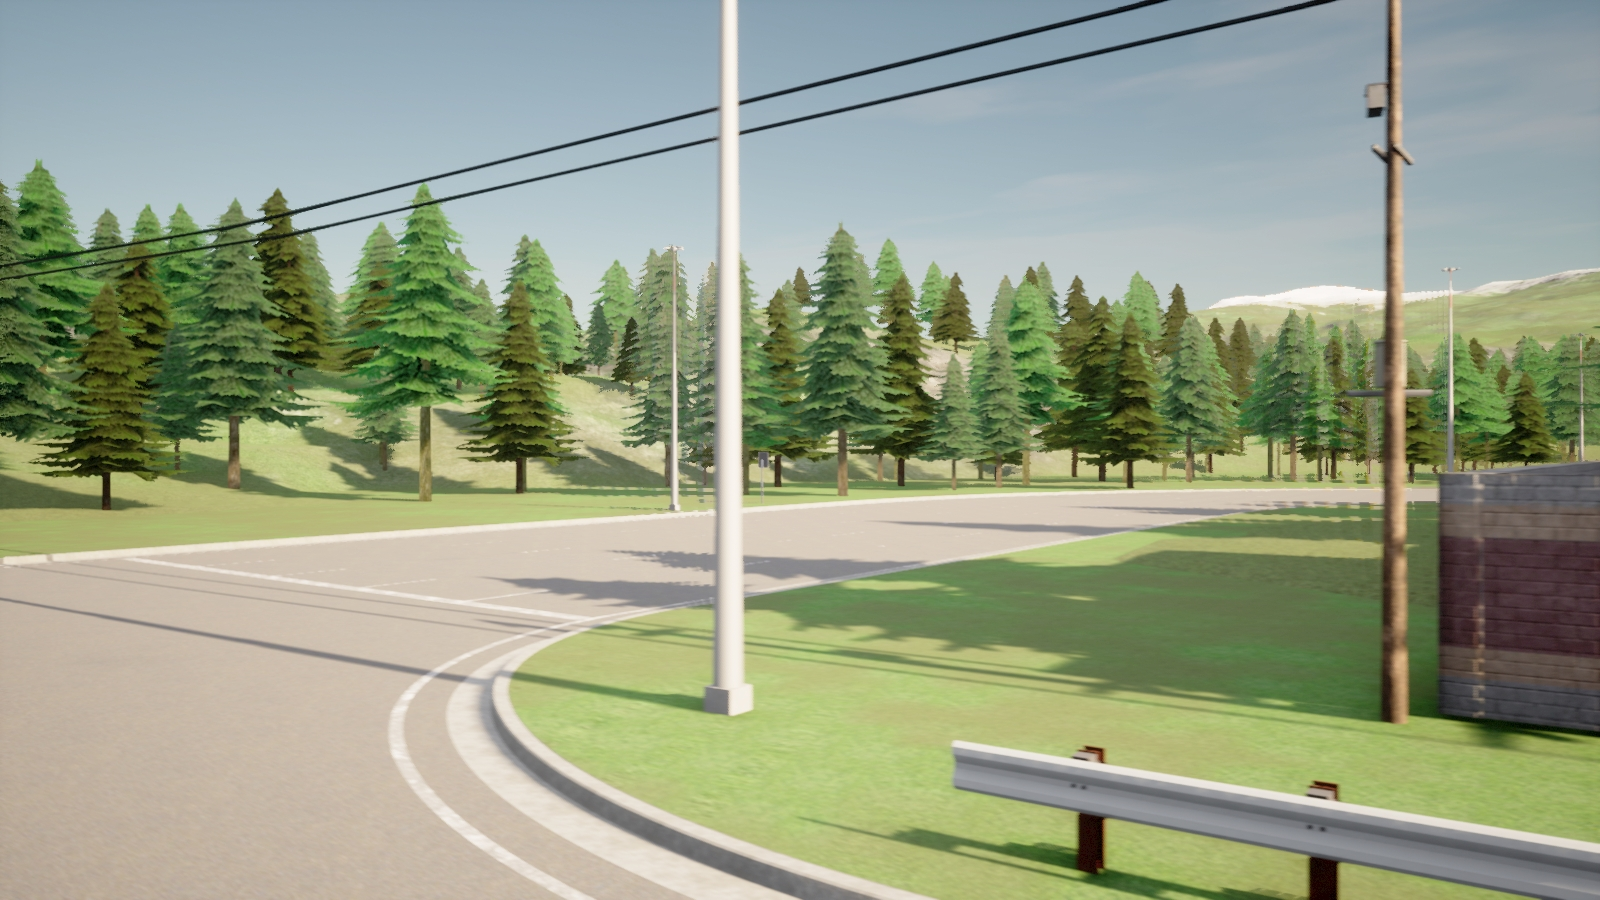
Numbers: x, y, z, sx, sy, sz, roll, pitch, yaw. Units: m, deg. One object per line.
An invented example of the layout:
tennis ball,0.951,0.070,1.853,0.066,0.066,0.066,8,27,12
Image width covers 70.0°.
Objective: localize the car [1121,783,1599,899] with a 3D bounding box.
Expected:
car,3.095,1.982,1.617,5.238,1.638,2.097,0,0,35
